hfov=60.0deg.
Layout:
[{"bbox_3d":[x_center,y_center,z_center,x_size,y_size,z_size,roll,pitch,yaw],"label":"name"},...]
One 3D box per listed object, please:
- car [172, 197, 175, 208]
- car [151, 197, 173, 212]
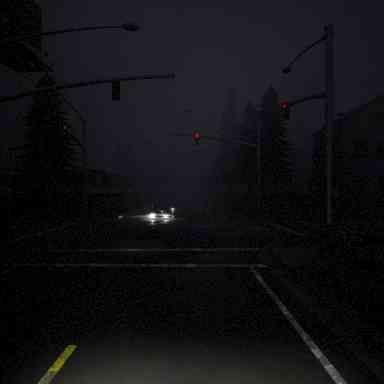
[{"bbox_3d":[-3.515,1.505,49.376,1.837,1.490,4.892,0,0,0],"label":"car"},{"bbox_3d":[-3.550,1.601,38.211,1.895,1.301,4.718,0,0,0],"label":"car"}]
